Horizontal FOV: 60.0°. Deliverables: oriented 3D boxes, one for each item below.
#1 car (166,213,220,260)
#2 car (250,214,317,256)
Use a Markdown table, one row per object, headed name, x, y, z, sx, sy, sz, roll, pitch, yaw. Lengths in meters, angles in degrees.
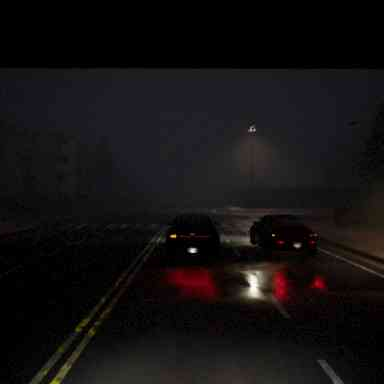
| name | x | y | z | sx | sy | sz | roll | pitch | yaw |
| --- | --- | --- | --- | --- | --- | --- | --- | --- | --- |
| car | 0.038 | 1.589 | 12.799 | 1.837 | 1.490 | 4.892 | 0 | 0 | 0 |
| car | 3.542 | 1.615 | 13.442 | 1.812 | 1.442 | 4.674 | 0 | 0 | 0 |
